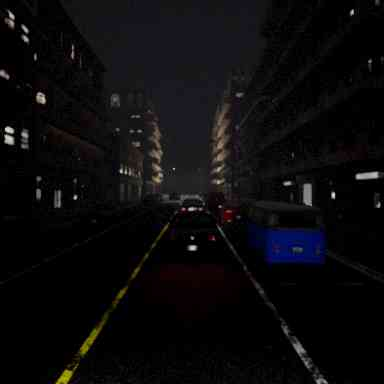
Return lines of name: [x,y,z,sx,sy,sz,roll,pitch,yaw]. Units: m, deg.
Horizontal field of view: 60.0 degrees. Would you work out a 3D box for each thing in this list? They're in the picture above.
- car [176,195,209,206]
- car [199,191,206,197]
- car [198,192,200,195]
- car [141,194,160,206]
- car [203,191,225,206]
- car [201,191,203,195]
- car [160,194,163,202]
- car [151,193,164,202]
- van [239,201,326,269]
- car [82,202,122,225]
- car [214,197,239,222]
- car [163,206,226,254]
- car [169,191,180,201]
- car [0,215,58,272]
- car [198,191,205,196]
car: [0.027,1.229,26.167,2.033,1.411,5.357,0,1,1]
car: [2.701,0.458,88.503,1.752,1.417,4.829,1,1,0]
car: [2.701,0.618,77.192,2.008,1.369,4.403,1,1,0]
car: [-5.679,1.013,43.808,1.887,1.381,4.507,1,1,0]
car: [2.704,0.851,38.195,2.192,1.841,5.009,1,1,0]
car: [2.704,0.784,43.765,2.192,1.841,5.009,1,1,0]
car: [-5.680,0.983,49.379,1.802,1.307,4.206,1,1,0]
car: [-5.680,0.916,54.950,1.802,1.307,4.206,1,1,0]
van: [2.703,1.214,10.342,1.690,1.788,3.998,1,1,0]
car: [-5.680,1.303,21.525,1.947,1.339,4.313,1,1,0]
car: [2.701,1.283,21.485,1.887,1.381,4.507,1,1,0]
car: [0.041,1.445,12.710,1.895,1.301,4.718,0,1,1]
car: [-3.056,0.796,58.547,1.837,1.490,4.892,0,1,0]
car: [-5.679,1.438,10.384,1.947,1.339,4.313,1,1,0]
car: [2.701,0.450,93.906,1.802,1.307,4.206,1,1,0]
